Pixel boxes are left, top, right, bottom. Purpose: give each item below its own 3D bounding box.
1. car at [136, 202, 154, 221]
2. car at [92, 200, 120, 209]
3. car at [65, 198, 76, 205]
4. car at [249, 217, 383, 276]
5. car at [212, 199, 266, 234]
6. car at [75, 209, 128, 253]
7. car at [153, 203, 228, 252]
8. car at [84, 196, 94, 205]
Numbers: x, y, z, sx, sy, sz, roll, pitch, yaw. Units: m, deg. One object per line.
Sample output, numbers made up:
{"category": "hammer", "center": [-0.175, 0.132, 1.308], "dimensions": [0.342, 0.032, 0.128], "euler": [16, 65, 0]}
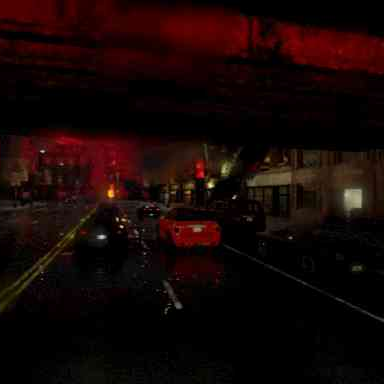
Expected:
{"category": "car", "center": [-3.864, 1.657, 29.464], "dimensions": [2.128, 1.511, 4.902], "euler": [1, 0, -13]}
{"category": "car", "center": [-7.308, 1.592, 28.823], "dimensions": [1.882, 1.535, 5.008], "euler": [1, 0, -13]}
{"category": "car", "center": [-23.079, 1.758, 63.425], "dimensions": [1.895, 1.301, 4.718], "euler": [1, 0, -19]}
{"category": "car", "center": [3.809, 1.725, 10.888], "dimensions": [1.895, 1.301, 4.718], "euler": [1, 0, -14]}
{"category": "car", "center": [2.033, 1.387, 18.070], "dimensions": [2.435, 2.045, 5.566], "euler": [1, 0, -14]}
{"category": "car", "center": [-3.745, 1.618, 14.063], "dimensions": [1.994, 1.385, 4.181], "euler": [1, 0, -13]}
{"category": "car", "center": [-0.285, 1.453, 14.651], "dimensions": [2.097, 1.767, 4.553], "euler": [1, -1, -13]}
{"category": "car", "center": [-20.076, 1.810, 65.462], "dimensions": [1.895, 1.301, 4.718], "euler": [1, 0, -21]}
